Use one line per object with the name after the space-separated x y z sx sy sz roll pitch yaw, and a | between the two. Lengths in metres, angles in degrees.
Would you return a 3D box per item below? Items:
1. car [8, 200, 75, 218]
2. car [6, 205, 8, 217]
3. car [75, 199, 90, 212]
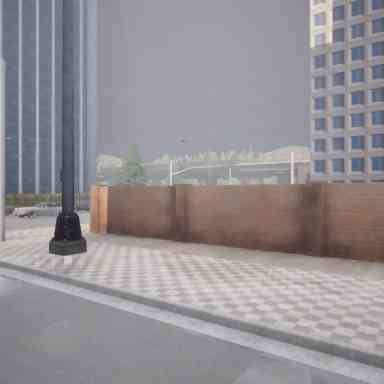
-13.420 1.601 29.947 1.895 1.301 4.718 0 0 35 | car
-18.224 1.547 29.252 2.033 1.411 5.357 0 0 32 | car
-12.415 1.547 37.483 2.033 1.411 5.357 0 0 35 | car
